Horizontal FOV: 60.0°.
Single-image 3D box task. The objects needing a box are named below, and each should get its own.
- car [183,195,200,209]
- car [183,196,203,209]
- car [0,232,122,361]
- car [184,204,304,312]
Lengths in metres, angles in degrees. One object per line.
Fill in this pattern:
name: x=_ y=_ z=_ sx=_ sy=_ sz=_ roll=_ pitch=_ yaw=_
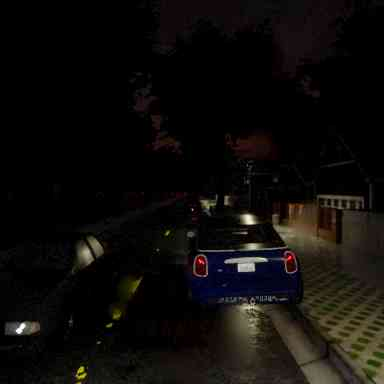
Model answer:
car: x=-0.032 y=1.378 z=45.932 sx=2.097 sy=1.767 sz=4.553 roll=0 pitch=0 yaw=2
car: x=0.085 y=1.529 z=35.969 sx=1.837 sy=1.490 sz=4.892 roll=0 pitch=0 yaw=1
car: x=-2.741 y=1.547 z=6.540 sx=2.033 sy=1.411 sz=5.357 roll=0 pitch=0 yaw=0
car: x=0.942 y=1.320 z=7.867 sx=2.097 sy=1.767 sz=4.553 roll=-2 pitch=0 yaw=0
